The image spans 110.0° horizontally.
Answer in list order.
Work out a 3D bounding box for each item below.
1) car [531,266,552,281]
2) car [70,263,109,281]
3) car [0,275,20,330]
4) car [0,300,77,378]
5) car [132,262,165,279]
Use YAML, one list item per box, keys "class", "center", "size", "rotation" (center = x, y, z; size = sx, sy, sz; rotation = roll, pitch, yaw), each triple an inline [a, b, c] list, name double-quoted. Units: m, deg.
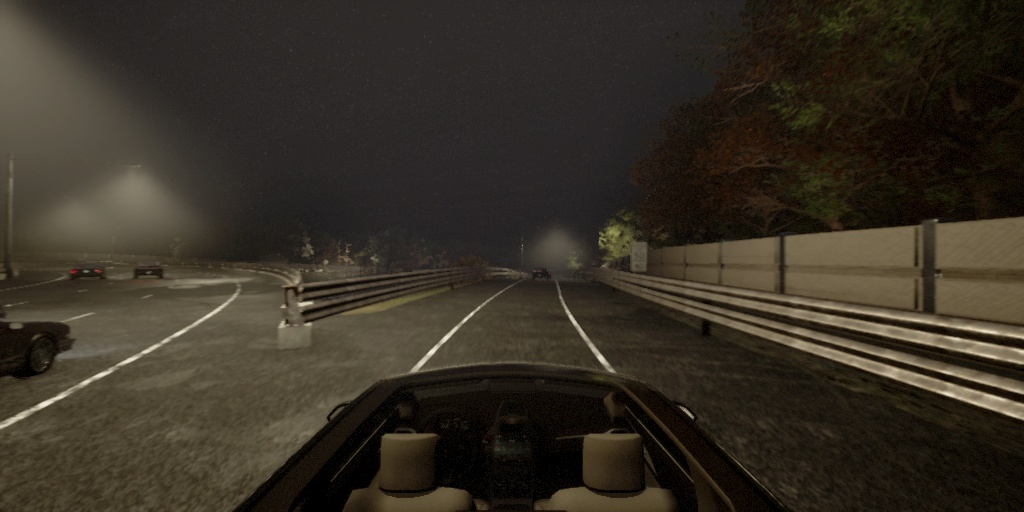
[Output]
- class: "car"
  center: [3.161, 1.884, 39.315]
  size: [2.128, 1.511, 4.902]
  rotation: [0, -2, 6]
- class: "car"
  center: [-34.813, 1.251, 29.576]
  size: [5.357, 1.411, 2.033]
  rotation: [0, -1, 44]
- class: "car"
  center: [-13.441, 1.233, 7.267]
  size: [2.033, 1.411, 5.357]
  rotation: [1, -1, -29]
- class: "car"
  center: [-7.818, 1.251, 4.053]
  size: [2.033, 1.411, 5.357]
  rotation: [1, -1, -26]
- class: "car"
  center: [-32.557, 1.238, 32.160]
  size: [4.902, 1.511, 2.128]
  rotation: [0, -1, 45]
